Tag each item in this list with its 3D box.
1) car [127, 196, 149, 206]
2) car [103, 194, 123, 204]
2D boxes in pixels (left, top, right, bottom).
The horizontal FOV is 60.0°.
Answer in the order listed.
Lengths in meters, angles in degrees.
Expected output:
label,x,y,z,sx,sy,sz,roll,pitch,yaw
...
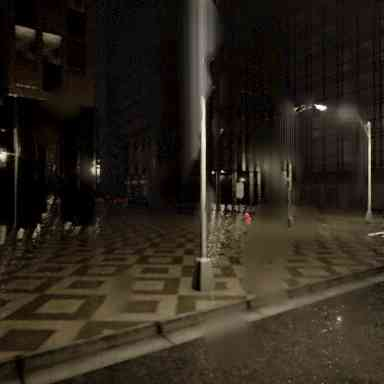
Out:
label,x,y,z,sx,sy,sz,roll,pitch,yaw
car,-8.051,1.317,49.426,1.994,1.385,4.181,-1,1,-35
car,-13.605,1.150,57.081,1.882,1.535,5.008,-1,1,-36
